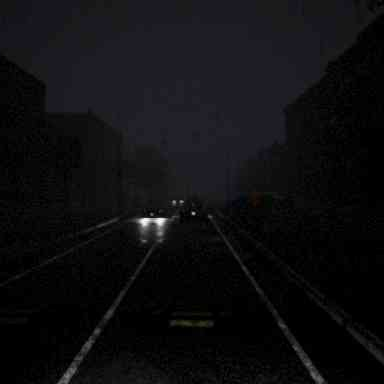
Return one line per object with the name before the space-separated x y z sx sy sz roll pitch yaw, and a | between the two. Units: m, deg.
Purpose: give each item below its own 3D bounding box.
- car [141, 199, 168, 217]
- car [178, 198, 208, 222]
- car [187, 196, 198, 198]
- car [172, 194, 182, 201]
car | -3.099 1.336 28.427 2.033 1.411 5.357 0 0 0
car | 0.101 1.383 24.147 1.994 1.385 4.181 0 0 0
car | 0.102 1.226 41.447 1.837 1.490 4.892 0 1 0
car | -2.997 1.149 70.787 1.812 1.442 4.674 0 0 0
